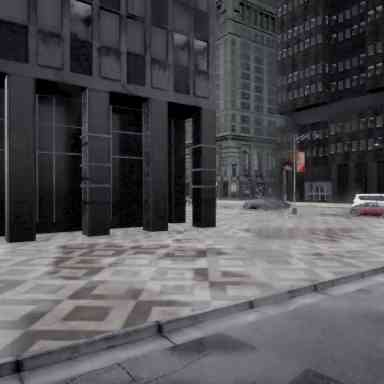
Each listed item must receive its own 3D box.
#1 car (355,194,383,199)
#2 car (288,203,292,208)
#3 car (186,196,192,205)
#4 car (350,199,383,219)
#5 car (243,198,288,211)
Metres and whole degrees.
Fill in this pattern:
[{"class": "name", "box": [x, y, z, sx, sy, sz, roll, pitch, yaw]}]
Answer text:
[{"class": "car", "box": [18.068, 1.209, 31.399, 2.150, 2.045, 5.566, 0, 0, -34]}, {"class": "car", "box": [10.279, 1.529, 42.843, 2.033, 1.411, 5.357, 0, 0, -34]}, {"class": "car", "box": [-0.821, 1.521, 59.320, 1.837, 1.490, 4.892, 0, 0, -34]}, {"class": "car", "box": [15.943, 1.558, 28.752, 1.994, 1.385, 4.181, 0, 0, -34]}, {"class": "car", "box": [8.422, 1.535, 39.796, 2.033, 1.411, 5.357, 0, 0, -34]}]
